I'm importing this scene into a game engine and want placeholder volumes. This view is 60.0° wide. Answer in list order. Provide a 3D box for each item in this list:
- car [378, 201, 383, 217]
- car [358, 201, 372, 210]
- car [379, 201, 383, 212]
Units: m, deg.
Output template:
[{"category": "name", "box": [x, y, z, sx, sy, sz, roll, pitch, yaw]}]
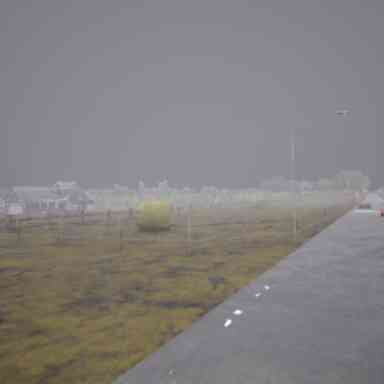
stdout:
[{"category": "car", "box": [21.594, 1.694, 36.053, 2.097, 1.767, 4.553, -1, -1, 29]}, {"category": "car", "box": [27.232, 2.109, 52.365, 1.895, 1.301, 4.718, -1, -1, 28]}, {"category": "car", "box": [27.185, 1.966, 46.483, 1.812, 1.442, 4.674, -1, -1, 28]}]
